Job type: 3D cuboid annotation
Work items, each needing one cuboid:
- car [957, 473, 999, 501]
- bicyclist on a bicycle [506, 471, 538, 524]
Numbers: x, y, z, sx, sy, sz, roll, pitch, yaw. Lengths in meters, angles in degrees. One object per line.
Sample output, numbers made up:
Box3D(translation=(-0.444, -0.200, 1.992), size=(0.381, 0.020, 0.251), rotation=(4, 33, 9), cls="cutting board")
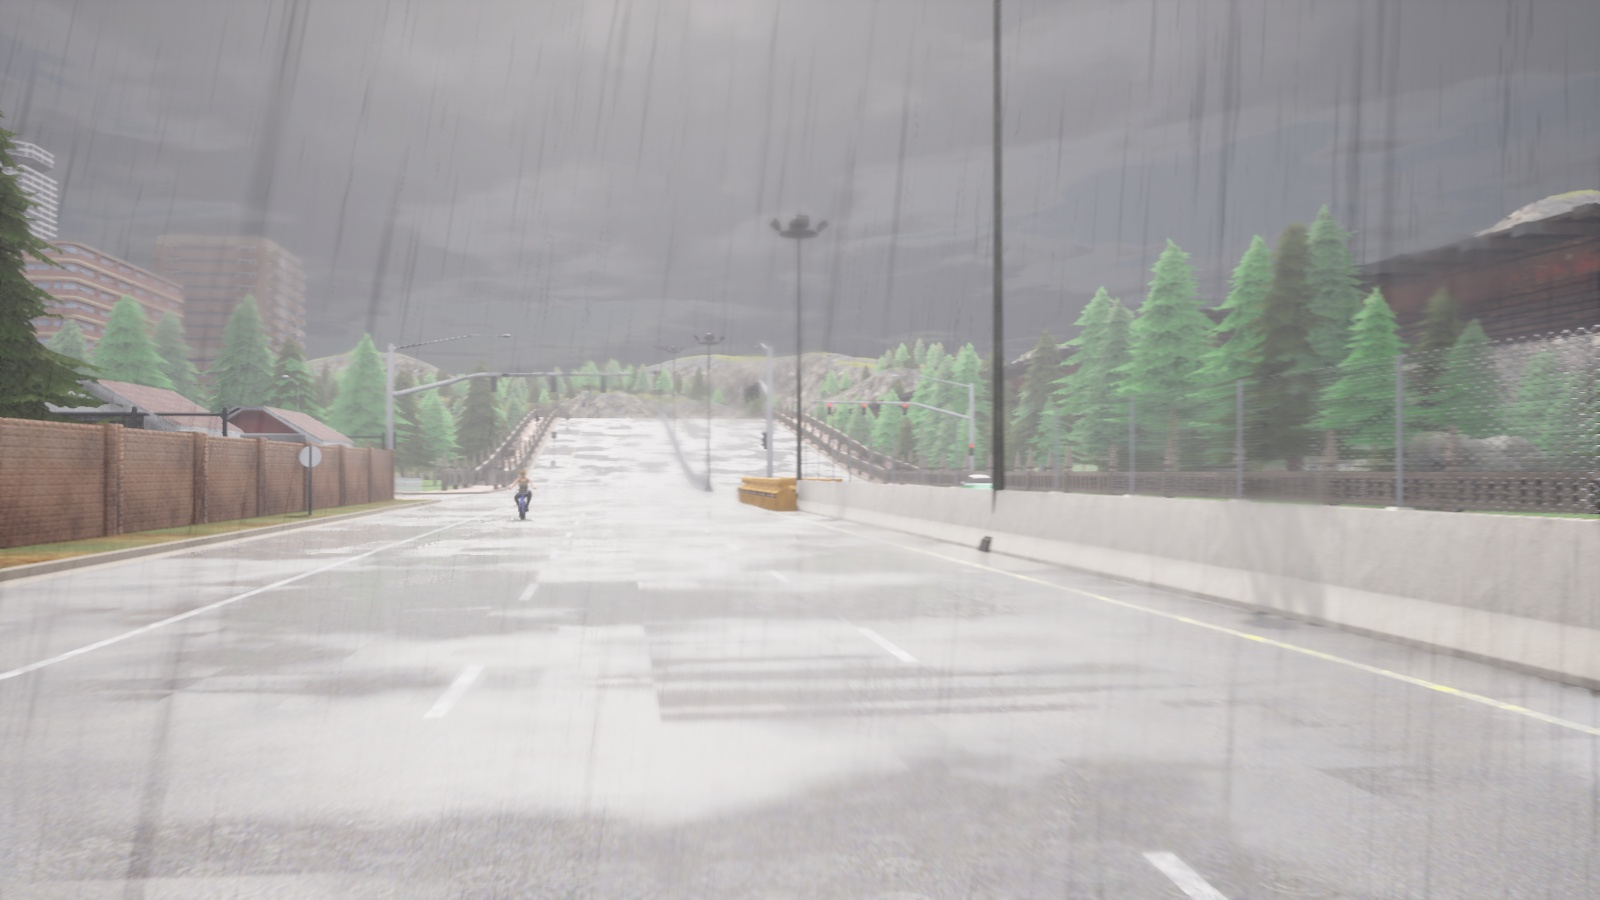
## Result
Box3D(translation=(8.920, 1.846, 63.113), size=(1.481, 1.376, 2.207), rotation=(0, -1, -9), cls="car")
Box3D(translation=(-8.809, 1.488, 39.821), size=(0.866, 1.612, 1.509), rotation=(0, -1, -8), cls="bicyclist on a bicycle")
